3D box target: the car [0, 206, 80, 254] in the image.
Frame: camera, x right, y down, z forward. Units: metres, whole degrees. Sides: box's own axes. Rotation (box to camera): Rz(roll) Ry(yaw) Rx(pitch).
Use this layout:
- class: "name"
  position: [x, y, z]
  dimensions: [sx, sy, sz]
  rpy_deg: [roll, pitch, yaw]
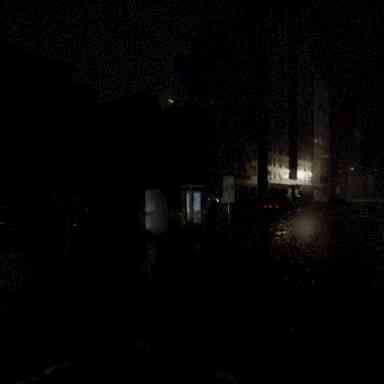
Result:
- class: "car"
  position: [-6.361, 1.284, 11.971]
  dimensions: [2.097, 1.767, 4.553]
  rpy_deg: [0, 0, 35]

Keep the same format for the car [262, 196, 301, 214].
- class: "car"
  position: [8.885, 1.425, 33.559]
  dimensions: [2.033, 1.411, 5.357]
  rpy_deg: [0, 0, 35]

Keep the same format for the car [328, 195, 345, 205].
- class: "car"
  position: [23.684, 1.304, 54.517]
  dimensions: [1.882, 1.535, 5.008]
  rpy_deg: [0, 0, 35]

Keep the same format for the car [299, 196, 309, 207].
- class: "car"
  position: [15.200, 1.365, 47.472]
  dimensions: [1.837, 1.490, 4.892]
  rpy_deg: [0, 0, 36]

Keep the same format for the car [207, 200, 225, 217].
- class: "car"
  position: [0.942, 1.411, 27.430]
  dimensions: [1.837, 1.490, 4.892]
  rpy_deg: [0, 0, 35]
